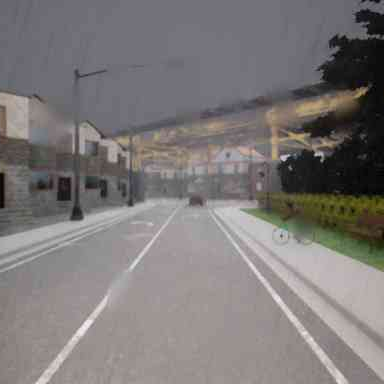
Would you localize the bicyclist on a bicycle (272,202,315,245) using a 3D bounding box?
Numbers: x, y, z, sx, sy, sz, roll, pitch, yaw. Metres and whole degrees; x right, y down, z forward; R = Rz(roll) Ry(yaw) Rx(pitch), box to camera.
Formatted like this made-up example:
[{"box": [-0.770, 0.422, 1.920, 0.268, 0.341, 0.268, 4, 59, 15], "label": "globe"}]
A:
[{"box": [3.902, 1.226, 12.742, 1.656, 1.620, 0.582, 0, 0, 0], "label": "bicyclist on a bicycle"}]

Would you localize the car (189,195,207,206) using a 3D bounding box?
[{"box": [0.946, 1.180, 48.270, 1.882, 1.535, 5.008, 0, 0, 12], "label": "car"}]
